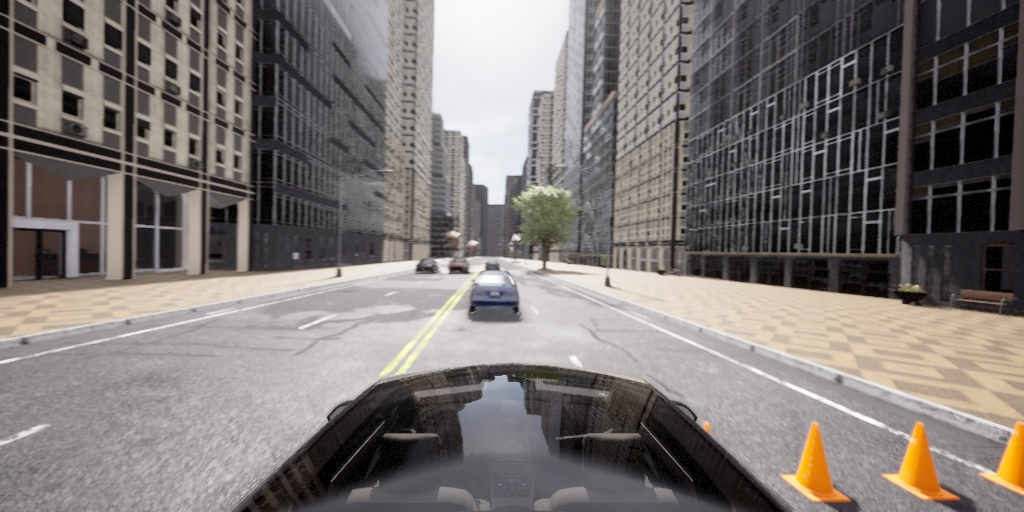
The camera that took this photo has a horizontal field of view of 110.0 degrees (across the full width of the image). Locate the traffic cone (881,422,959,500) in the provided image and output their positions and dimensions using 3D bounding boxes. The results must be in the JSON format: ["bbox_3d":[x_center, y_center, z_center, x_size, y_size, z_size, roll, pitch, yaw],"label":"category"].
[{"bbox_3d":[3.685,1.804,3.253,0.340,0.580,0.340,0,0,-3],"label":"traffic cone"}]

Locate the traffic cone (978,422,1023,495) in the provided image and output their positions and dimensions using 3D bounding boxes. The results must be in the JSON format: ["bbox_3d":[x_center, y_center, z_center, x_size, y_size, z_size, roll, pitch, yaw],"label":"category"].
[{"bbox_3d":[4.683,1.831,3.311,0.340,0.580,0.340,0,0,-3],"label":"traffic cone"}]

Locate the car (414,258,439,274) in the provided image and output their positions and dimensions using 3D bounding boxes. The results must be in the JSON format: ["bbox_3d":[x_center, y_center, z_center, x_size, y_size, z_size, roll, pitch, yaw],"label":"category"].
[{"bbox_3d":[-8.716,0.983,37.066,1.882,1.535,5.008,2,0,-3],"label":"car"}]

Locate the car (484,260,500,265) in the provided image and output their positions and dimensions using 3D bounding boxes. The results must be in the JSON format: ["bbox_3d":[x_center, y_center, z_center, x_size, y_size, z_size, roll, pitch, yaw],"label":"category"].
[{"bbox_3d":[-2.421,1.199,43.643,1.812,1.442,4.674,2,0,-3],"label":"car"}]

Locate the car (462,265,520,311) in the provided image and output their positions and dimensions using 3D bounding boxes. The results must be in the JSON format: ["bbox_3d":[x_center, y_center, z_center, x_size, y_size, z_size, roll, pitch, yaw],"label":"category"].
[{"bbox_3d":[-0.711,1.274,14.263,2.033,1.411,5.357,2,0,-3],"label":"car"}]

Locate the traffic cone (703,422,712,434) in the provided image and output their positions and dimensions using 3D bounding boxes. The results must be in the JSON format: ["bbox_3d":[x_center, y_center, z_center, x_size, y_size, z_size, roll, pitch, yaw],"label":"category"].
[{"bbox_3d":[1.689,1.750,3.137,0.340,0.580,0.340,0,0,-3],"label":"traffic cone"}]

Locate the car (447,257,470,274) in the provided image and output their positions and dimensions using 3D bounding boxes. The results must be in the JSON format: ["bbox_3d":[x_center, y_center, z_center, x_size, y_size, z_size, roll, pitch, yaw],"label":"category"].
[{"bbox_3d":[-5.491,0.943,37.646,2.097,1.767,4.553,2,0,-3],"label":"car"}]

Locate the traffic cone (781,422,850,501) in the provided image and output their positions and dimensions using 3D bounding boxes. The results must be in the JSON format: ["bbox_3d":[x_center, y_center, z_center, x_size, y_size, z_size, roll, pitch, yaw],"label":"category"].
[{"bbox_3d":[2.687,1.777,3.194,0.340,0.580,0.340,0,0,-3],"label":"traffic cone"}]
